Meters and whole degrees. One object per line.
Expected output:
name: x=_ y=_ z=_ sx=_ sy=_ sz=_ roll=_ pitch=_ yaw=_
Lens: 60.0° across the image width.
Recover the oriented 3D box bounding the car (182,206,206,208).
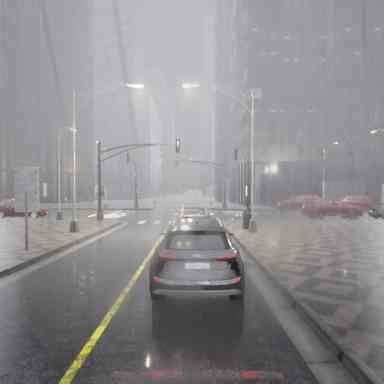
car: x=0.116 y=1.507 z=17.451 sx=1.837 sy=1.490 sz=4.892 roll=0 pitch=0 yaw=0

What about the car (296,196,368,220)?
car: x=12.156 y=1.463 z=29.146 sx=5.009 sy=1.841 sz=2.192 roll=0 pitch=1 yaw=0

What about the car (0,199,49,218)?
car: x=-14.886 y=1.567 z=29.099 sx=4.507 sy=1.381 sz=1.887 roll=0 pitch=1 yaw=0

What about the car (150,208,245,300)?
car: x=0.117 y=1.428 z=8.364 sx=2.033 sy=1.649 sz=4.856 roll=0 pitch=0 yaw=0

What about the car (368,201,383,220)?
car: x=17.798 y=1.742 z=29.159 sx=4.313 sy=1.339 sz=1.947 roll=0 pitch=1 yaw=0

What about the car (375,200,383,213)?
car: x=23.435 y=1.634 z=37.693 sx=4.313 sy=1.339 sz=1.947 roll=0 pitch=1 yaw=0

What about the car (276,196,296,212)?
car: x=12.151 y=1.325 z=37.669 sx=5.009 sy=1.841 sz=2.192 roll=0 pitch=1 yaw=0

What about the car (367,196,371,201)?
car: x=17.794 y=1.353 z=37.680 sx=5.009 sy=1.841 sz=2.192 roll=0 pitch=1 yaw=0
